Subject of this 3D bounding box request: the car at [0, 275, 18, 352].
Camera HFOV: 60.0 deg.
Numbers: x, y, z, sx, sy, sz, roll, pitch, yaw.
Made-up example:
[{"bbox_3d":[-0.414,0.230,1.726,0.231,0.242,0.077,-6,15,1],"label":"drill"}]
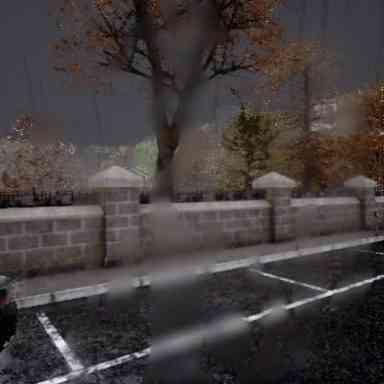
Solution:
[{"bbox_3d":[-4.311,1.561,3.488,4.403,1.369,2.008,0,0,-35],"label":"car"}]
